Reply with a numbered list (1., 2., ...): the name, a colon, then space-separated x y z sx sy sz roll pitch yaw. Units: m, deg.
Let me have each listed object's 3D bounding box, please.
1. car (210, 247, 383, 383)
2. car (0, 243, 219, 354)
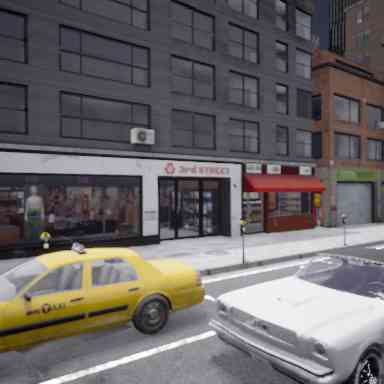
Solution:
1. car: 2.582 1.621 5.087 4.718 1.301 1.895 0 0 -35
2. car: -2.044 1.530 5.201 4.829 1.417 1.752 0 -1 -35
